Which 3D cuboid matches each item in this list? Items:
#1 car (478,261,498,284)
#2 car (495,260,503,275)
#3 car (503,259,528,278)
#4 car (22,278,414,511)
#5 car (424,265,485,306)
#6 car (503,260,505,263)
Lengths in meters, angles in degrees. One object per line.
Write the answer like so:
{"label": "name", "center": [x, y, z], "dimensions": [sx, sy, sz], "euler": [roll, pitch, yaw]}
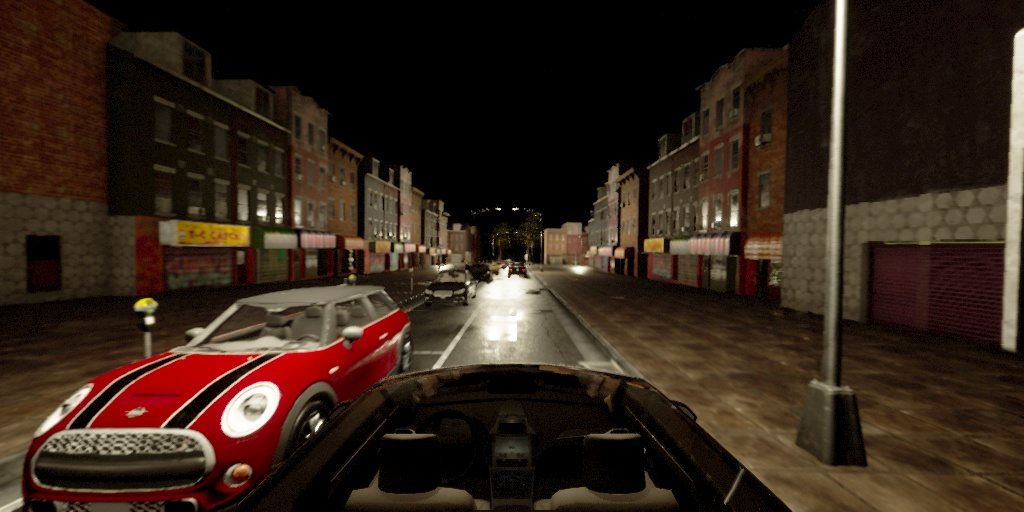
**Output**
{"label": "car", "center": [-2.333, 1.288, 26.151], "dimensions": [1.948, 1.339, 4.313], "euler": [0, 0, 1]}
{"label": "car", "center": [-2.185, 1.279, 36.873], "dimensions": [1.751, 1.417, 4.829], "euler": [0, 0, 1]}
{"label": "car", "center": [0.537, 1.324, 34.969], "dimensions": [2.033, 1.411, 5.357], "euler": [1, 0, 1]}
{"label": "car", "center": [-2.634, 1.157, 4.364], "dimensions": [1.967, 1.591, 4.097], "euler": [0, 0, 1]}
{"label": "car", "center": [-2.483, 1.262, 15.257], "dimensions": [2.007, 1.370, 4.403], "euler": [0, 0, 1]}
{"label": "car", "center": [-1.958, 1.275, 53.381], "dimensions": [1.967, 1.591, 4.097], "euler": [0, 0, 1]}
